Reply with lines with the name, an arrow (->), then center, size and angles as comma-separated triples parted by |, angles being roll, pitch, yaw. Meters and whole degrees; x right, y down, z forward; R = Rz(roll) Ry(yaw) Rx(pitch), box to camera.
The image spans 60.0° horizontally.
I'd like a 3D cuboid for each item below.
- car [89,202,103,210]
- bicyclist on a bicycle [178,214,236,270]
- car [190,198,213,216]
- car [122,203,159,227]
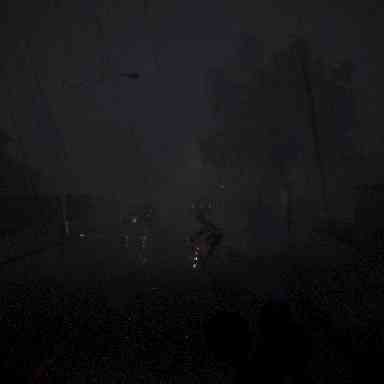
car -> -11.934, 1.354, 33.987 | 5.357, 1.415, 2.033 | 0, 0, 4
bicyclist on a bicycle -> 0.412, 1.439, 9.518 | 1.656, 1.620, 0.582 | -2, 0, 2
car -> 0.959, 1.351, 32.774 | 2.097, 1.767, 4.553 | 0, 0, 2
car -> -3.420, 1.491, 22.760 | 2.128, 1.511, 4.902 | 0, 0, 2
